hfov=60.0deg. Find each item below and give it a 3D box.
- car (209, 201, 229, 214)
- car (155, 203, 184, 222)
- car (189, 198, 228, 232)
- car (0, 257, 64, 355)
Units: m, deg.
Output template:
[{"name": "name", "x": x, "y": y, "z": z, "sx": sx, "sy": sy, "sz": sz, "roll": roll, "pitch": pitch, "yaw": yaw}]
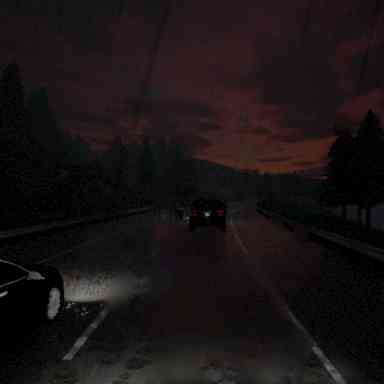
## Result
[{"name": "car", "x": 3.448, "y": 1.842, "z": 41.655, "sx": 2.033, "sy": 1.411, "sz": 5.357, "roll": 0, "pitch": 0, "yaw": 9}, {"name": "car", "x": -1.839, "y": 1.698, "z": 27.960, "sx": 1.837, "sy": 1.490, "sz": 4.892, "roll": 0, "pitch": 0, "yaw": 6}, {"name": "car", "x": 1.068, "y": 1.375, "z": 21.434, "sx": 2.150, "sy": 2.045, "sz": 5.566, "roll": 0, "pitch": 0, "yaw": 5}, {"name": "car", "x": -3.302, "y": 1.532, "z": 4.249, "sx": 1.837, "sy": 1.490, "sz": 4.892, "roll": 0, "pitch": 0, "yaw": 1}]
